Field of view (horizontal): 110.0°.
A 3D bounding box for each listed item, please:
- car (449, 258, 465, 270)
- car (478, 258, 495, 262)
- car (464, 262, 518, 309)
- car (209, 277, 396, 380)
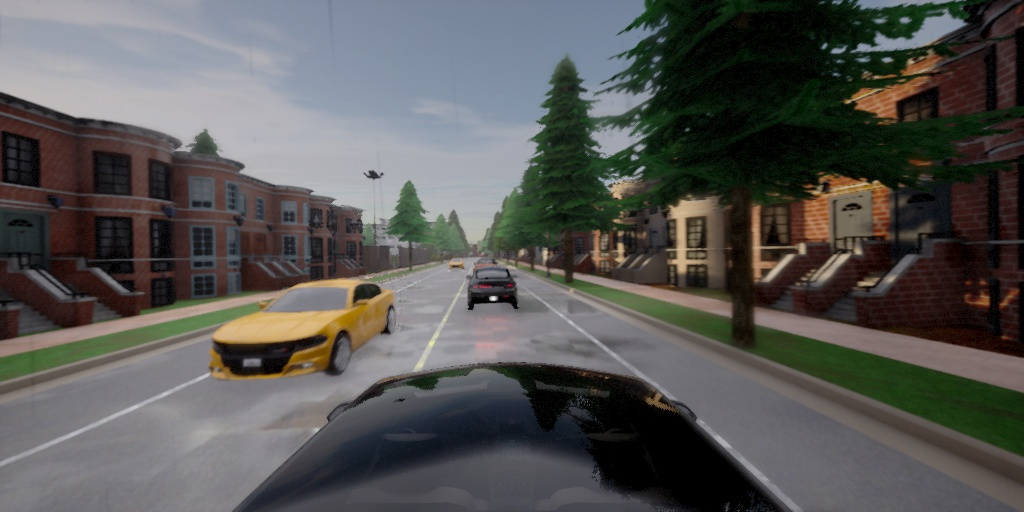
[{"bbox_3d":[-7.428,1.072,48.389,1.882,1.535,5.008,-1,0,-5],"label":"car"},{"bbox_3d":[-2.254,0.956,31.340,2.097,1.767,4.553,-1,0,-5],"label":"car"},{"bbox_3d":[-0.821,1.188,14.621,1.837,1.490,4.892,-1,0,-5],"label":"car"},{"bbox_3d":[-3.933,1.264,7.689,1.882,1.535,5.008,-1,0,-4],"label":"car"}]
